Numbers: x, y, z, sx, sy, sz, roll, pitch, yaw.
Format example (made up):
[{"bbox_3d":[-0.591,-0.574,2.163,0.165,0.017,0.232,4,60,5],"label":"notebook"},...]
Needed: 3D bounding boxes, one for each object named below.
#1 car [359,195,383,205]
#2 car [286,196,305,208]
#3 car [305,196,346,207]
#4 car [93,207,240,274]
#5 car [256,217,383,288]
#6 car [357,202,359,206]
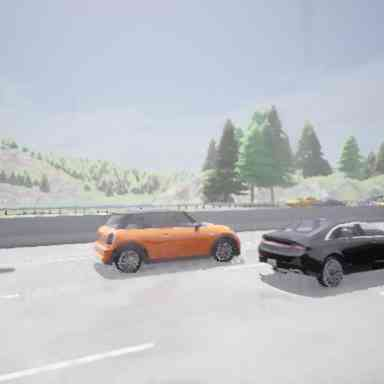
[{"bbox_3d":[19.017,1.304,32.288,5.008,1.535,1.882,0,0,-25],"label":"car"},{"bbox_3d":[14.020,1.285,41.509,5.008,1.535,1.882,0,0,-25],"label":"car"},{"bbox_3d":[15.654,1.378,38.409,4.181,1.385,1.994,0,0,-25],"label":"car"},{"bbox_3d":[-0.702,1.315,10.553,4.553,1.767,2.097,0,0,-27],"label":"car"},{"bbox_3d":[4.061,1.447,9.028,4.902,1.511,2.128,0,0,-27],"label":"car"},{"bbox_3d":[20.458,1.158,36.791,4.553,1.767,2.097,0,0,-24],"label":"car"}]
